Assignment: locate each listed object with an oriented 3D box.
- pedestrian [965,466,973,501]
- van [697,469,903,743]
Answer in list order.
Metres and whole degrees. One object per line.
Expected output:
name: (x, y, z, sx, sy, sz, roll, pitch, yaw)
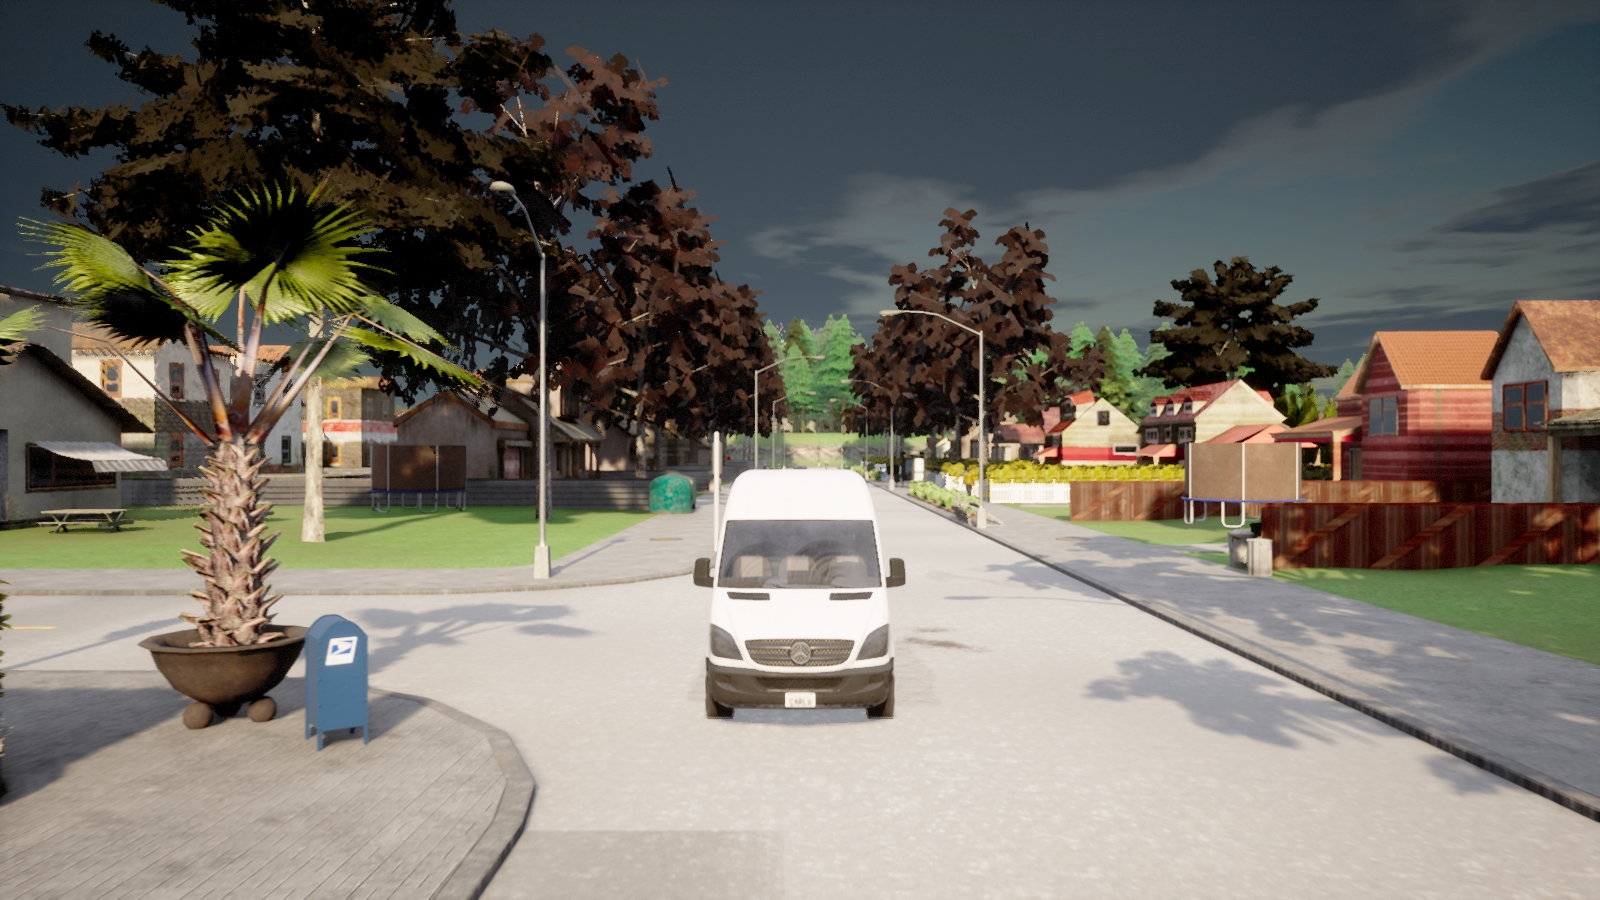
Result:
pedestrian: (9.166, 1.814, 61.922, 0.375, 1.860, 0.375, 0, 0, 2)
van: (0.004, 1.552, 13.975, 1.988, 2.561, 5.915, 0, 0, 0)
